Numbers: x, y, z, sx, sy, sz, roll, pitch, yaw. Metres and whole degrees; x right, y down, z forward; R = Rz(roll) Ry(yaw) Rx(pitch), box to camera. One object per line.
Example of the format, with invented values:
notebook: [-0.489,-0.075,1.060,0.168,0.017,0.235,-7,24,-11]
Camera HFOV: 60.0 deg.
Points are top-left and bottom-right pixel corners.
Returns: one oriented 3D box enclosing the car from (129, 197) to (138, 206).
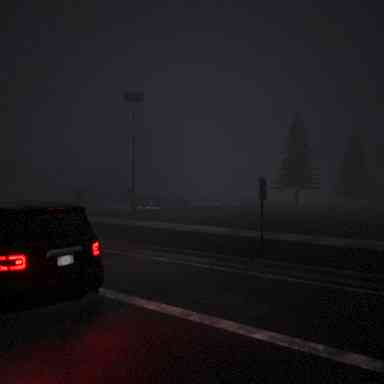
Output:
car: [-7.928,1.422,52.070,2.128,1.511,4.902,0,0,35]

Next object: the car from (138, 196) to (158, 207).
car: [-5.320,1.442,49.696,1.837,1.490,4.892,0,0,35]

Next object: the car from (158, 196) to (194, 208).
car: [-2.231,1.421,48.009,1.882,1.535,5.008,0,0,35]

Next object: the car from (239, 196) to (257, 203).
car: [11.415,1.491,67.407,2.033,1.411,5.357,0,0,35]

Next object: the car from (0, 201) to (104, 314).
car: [-4.268,1.207,6.994,5.566,2.045,2.150,0,0,35]

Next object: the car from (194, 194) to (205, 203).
car: [1.287,1.283,65.184,2.097,1.767,4.553,0,0,35]

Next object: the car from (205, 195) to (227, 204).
car: [5.016,1.444,64.413,1.837,1.490,4.892,0,0,35]
